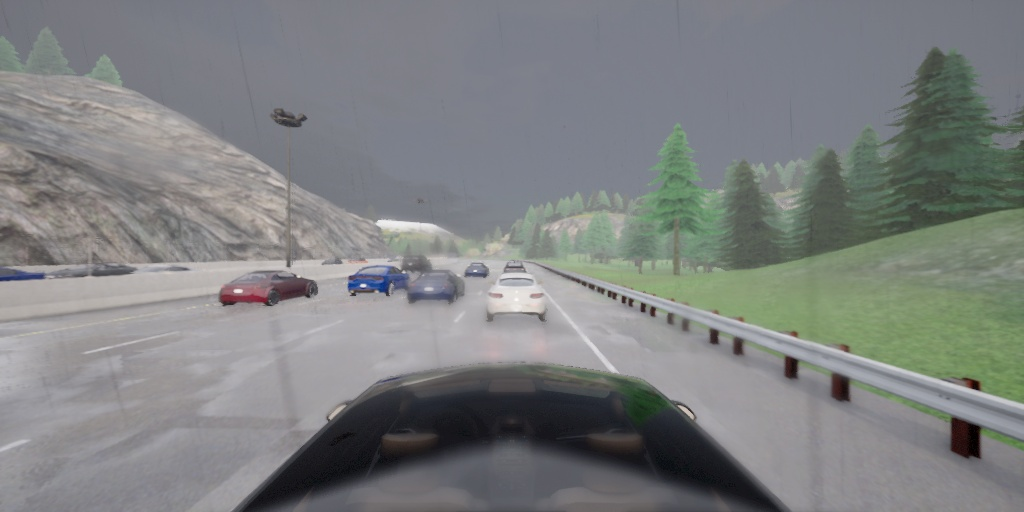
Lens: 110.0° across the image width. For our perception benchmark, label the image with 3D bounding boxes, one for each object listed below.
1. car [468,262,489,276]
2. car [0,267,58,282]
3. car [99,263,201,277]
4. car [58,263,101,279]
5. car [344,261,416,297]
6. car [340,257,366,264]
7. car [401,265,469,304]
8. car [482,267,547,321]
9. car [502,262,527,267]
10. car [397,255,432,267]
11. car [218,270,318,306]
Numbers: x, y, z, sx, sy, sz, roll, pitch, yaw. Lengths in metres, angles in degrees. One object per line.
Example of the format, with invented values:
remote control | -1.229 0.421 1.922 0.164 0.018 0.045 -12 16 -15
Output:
car | -3.252 1.290 33.858 1.994 1.385 4.181 0 0 0
car | -24.538 1.193 16.002 1.882 1.535 5.008 0 0 0
car | -21.004 1.241 21.456 1.812 1.442 4.674 0 0 0
car | -27.996 1.198 24.032 2.128 1.511 4.902 0 0 0
car | -6.823 1.210 18.949 1.882 1.535 5.008 0 0 0
car | -24.295 1.043 55.977 2.097 1.767 4.553 0 0 1
car | -3.336 1.301 16.434 1.994 1.385 4.181 0 0 0
car | 0.145 1.269 12.339 1.812 1.442 4.674 0 0 0
car | 0.222 1.222 30.040 2.128 1.511 4.902 0 0 0
car | -10.230 0.937 38.772 2.150 2.045 5.566 0 0 0
car | -10.340 1.294 15.569 1.994 1.385 4.181 0 0 0
